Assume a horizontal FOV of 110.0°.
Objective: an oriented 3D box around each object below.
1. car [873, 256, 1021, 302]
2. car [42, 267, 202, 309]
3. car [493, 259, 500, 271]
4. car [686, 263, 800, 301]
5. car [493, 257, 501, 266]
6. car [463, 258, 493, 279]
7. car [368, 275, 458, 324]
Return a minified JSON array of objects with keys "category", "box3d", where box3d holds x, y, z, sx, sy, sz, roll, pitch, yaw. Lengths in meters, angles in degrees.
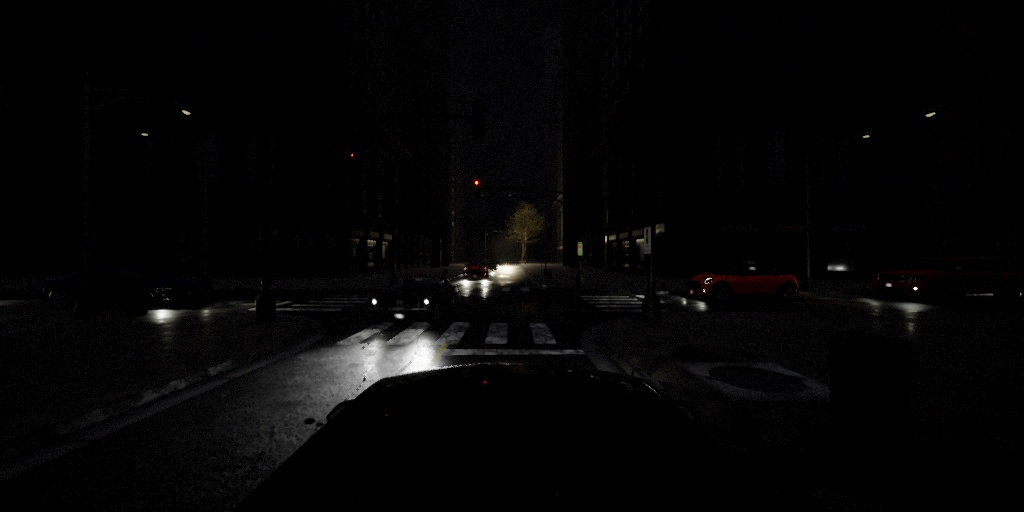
[{"category":"car","box3d":[20.690,1.037,17.034,5.566,2.045,2.150,0,0,1]},{"category":"car","box3d":[-14.903,1.176,13.863,5.008,1.535,1.882,0,0,2]},{"category":"car","box3d":[-3.063,1.325,47.859,1.994,1.385,4.181,0,0,0]},{"category":"car","box3d":[10.789,1.137,17.048,4.553,1.767,2.097,0,0,0]},{"category":"car","box3d":[-2.960,0.975,63.669,1.882,1.535,5.008,0,0,0]},{"category":"car","box3d":[-3.081,1.100,32.018,2.097,1.767,4.553,0,0,0]},{"category":"car","box3d":[-3.091,1.349,12.075,1.895,1.301,4.718,0,0,0]}]
